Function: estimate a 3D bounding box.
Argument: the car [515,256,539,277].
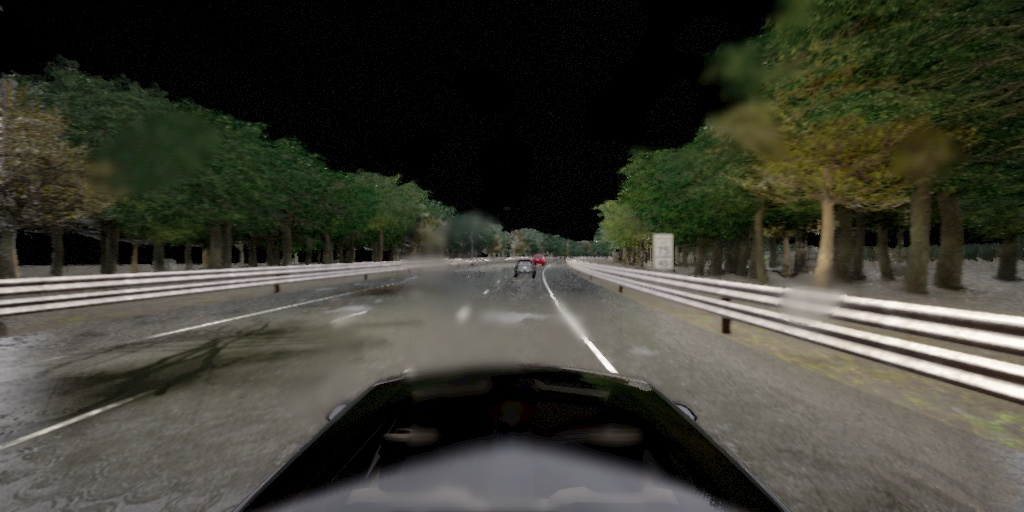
[{"bbox_3d":[1.305,1.103,33.848,2.033,1.649,4.856,0,0,4],"label":"car"}]
